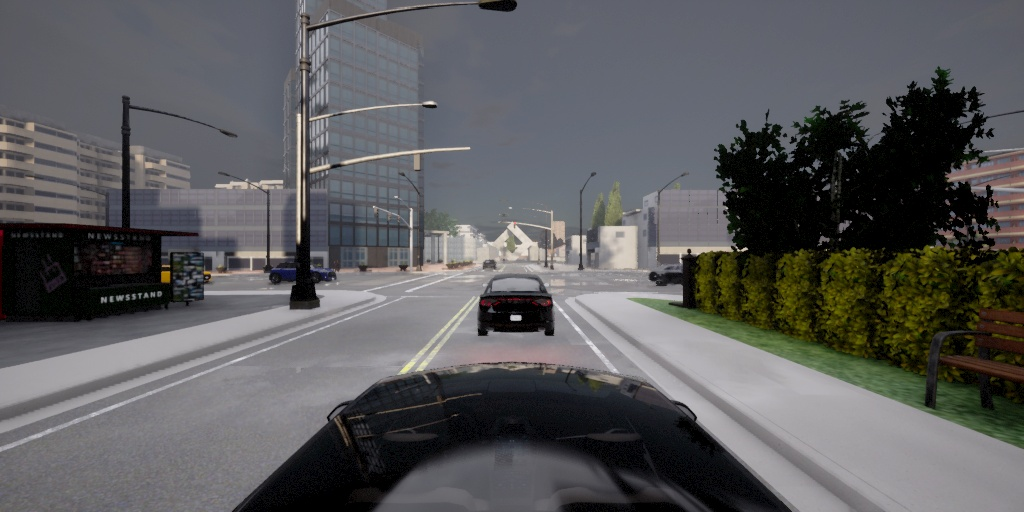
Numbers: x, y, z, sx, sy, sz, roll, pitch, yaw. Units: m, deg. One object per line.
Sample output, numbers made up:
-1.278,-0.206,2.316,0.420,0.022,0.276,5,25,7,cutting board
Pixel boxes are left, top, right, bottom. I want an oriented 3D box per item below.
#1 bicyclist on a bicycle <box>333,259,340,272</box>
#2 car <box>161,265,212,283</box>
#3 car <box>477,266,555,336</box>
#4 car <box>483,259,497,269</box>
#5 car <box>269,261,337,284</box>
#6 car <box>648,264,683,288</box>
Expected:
-21.803,1.216,44.543,0.582,1.620,1.656,-1,0,0,bicyclist on a bicycle
-26.386,1.454,28.052,5.008,1.535,1.882,-1,0,0,car
0.114,1.228,10.474,1.882,1.535,5.008,0,0,1,car
-3.356,1.227,54.257,1.882,1.535,5.008,0,0,0,car
-16.274,1.210,28.084,4.553,1.767,2.097,-1,0,0,car
10.959,1.232,22.140,4.902,1.511,2.128,0,0,43,car
